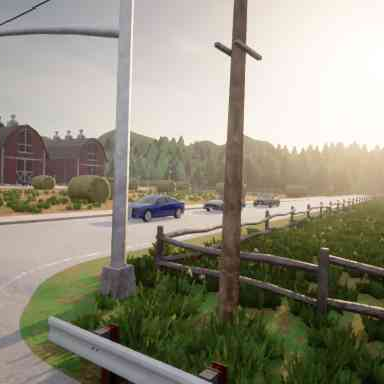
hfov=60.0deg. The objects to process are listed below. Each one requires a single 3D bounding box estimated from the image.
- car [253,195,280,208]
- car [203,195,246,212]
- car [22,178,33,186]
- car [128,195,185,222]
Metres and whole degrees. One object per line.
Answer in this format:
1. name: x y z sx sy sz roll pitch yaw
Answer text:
1. car: 8.544 0.992 37.836 1.994 1.385 4.181 3 2 33
2. car: 3.027 0.992 29.481 2.033 1.411 5.357 3 2 33
3. car: -38.958 -2.351 79.380 1.905 1.878 3.866 8 2 -13
4. car: -2.412 0.939 21.219 1.882 1.535 5.008 3 2 33
